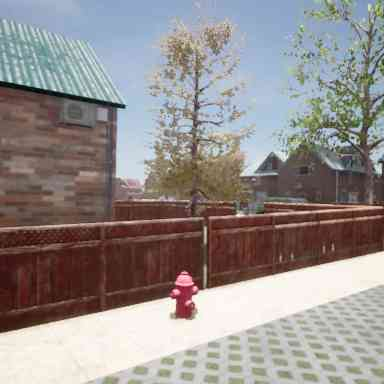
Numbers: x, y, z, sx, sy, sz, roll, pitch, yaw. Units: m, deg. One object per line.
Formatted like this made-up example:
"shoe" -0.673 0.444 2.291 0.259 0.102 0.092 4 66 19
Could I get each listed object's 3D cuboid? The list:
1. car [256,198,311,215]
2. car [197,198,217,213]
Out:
"car" 6.868 1.411 22.686 2.150 2.045 5.566 2 -2 -35
"car" 0.754 1.657 36.653 2.150 2.045 5.566 2 -2 -35
